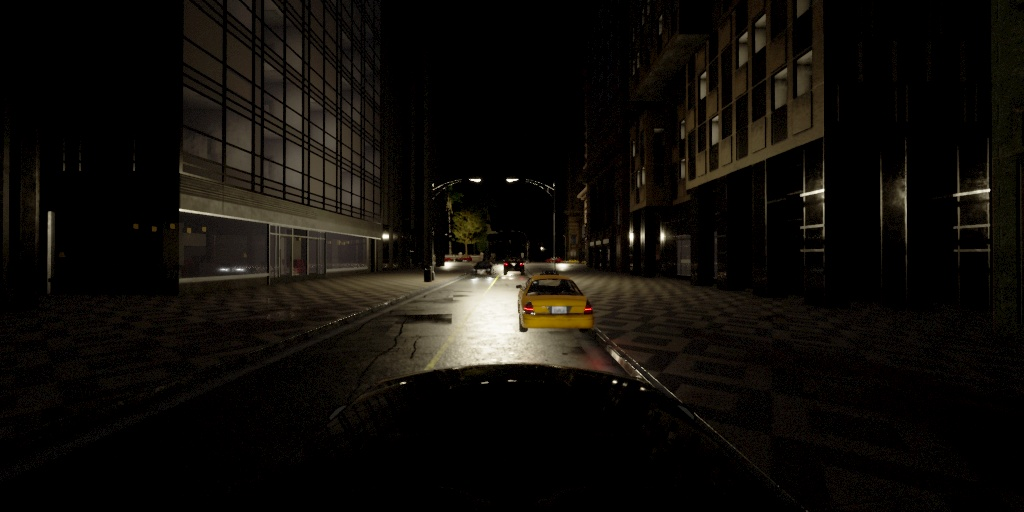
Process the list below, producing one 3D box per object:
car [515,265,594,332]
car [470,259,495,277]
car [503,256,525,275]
[{"bbox_3d":[1.089,1.206,10.740,1.801,1.575,5.366,0,0,0],"label":"car"},{"bbox_3d":[-2.850,1.279,35.753,1.812,1.442,4.674,0,0,0],"label":"car"},{"bbox_3d":[0.233,0.976,38.290,2.150,2.045,5.566,0,0,1],"label":"car"}]
